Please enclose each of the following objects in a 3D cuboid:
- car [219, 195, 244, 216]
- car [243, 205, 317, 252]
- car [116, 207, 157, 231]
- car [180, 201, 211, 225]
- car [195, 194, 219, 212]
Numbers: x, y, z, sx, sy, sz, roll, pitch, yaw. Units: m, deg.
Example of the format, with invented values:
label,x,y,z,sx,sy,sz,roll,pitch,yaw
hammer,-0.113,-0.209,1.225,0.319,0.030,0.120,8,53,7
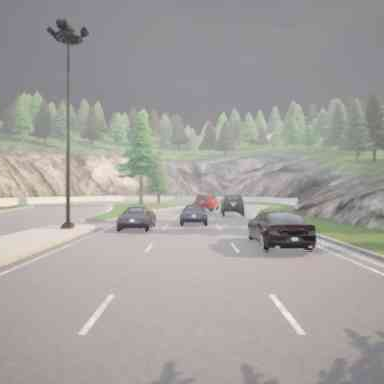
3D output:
label,x,y,z,sx,sy,sz,roll,pitch,yaw
car,4.047,1.279,33.146,2.150,2.045,5.566,0,0,5
car,3.602,1.502,14.102,1.882,1.535,5.008,0,0,0
car,-3.390,1.600,20.870,1.994,1.385,4.181,0,0,0
car,0.150,1.606,24.526,1.994,1.385,4.181,0,0,1
car,1.840,1.292,39.776,2.150,2.045,5.566,0,0,15
